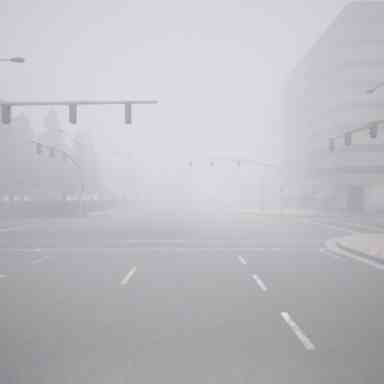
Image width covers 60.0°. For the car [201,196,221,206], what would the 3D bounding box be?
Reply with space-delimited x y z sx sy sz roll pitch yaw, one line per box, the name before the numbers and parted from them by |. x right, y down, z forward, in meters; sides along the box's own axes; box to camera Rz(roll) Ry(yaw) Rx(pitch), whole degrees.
car | 4.202 1.888 71.756 2.150 2.045 5.566 0 -1 34
